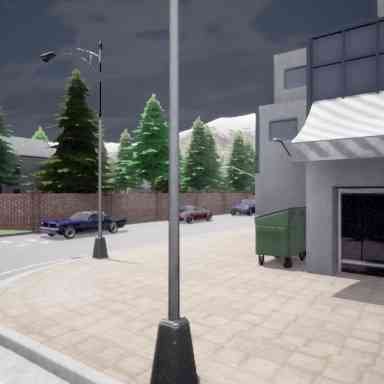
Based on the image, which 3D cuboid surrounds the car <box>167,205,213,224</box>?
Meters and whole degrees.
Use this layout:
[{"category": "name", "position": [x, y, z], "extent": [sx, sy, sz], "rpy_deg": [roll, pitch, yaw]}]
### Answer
[{"category": "car", "position": [-0.108, 1.738, 27.008], "extent": [1.994, 1.385, 4.181], "rpy_deg": [0, 0, 37]}]

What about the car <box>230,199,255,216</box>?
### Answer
[{"category": "car", "position": [5.884, 1.526, 35.091], "extent": [2.097, 1.767, 4.553], "rpy_deg": [0, 0, 37]}]

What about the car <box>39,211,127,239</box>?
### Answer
[{"category": "car", "position": [-6.089, 1.775, 18.942], "extent": [1.895, 1.301, 4.718], "rpy_deg": [0, 0, 37]}]
